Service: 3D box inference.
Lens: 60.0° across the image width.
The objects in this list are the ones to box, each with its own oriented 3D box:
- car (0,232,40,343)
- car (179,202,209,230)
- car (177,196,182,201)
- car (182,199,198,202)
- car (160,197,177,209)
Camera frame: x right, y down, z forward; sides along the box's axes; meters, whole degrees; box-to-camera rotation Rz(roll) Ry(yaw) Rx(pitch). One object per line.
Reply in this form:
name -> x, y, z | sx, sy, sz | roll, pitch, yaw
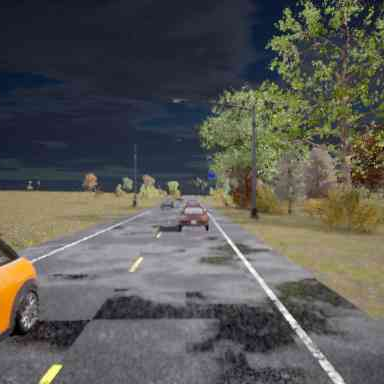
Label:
car -> -3.600, 1.363, 3.662 | 2.097, 1.767, 4.553 | 0, 0, 0
car -> 0.105, 1.588, 21.466 | 1.812, 1.442, 4.674 | 0, 0, 0
car -> -3.483, 1.803, 89.250 | 2.033, 1.411, 5.357 | 0, 0, 0
car -> 0.109, 1.669, 40.558 | 2.033, 1.411, 5.357 | 0, 0, 0
car -> -3.568, 1.652, 48.669 | 1.837, 1.490, 4.892 | 0, 0, 0
